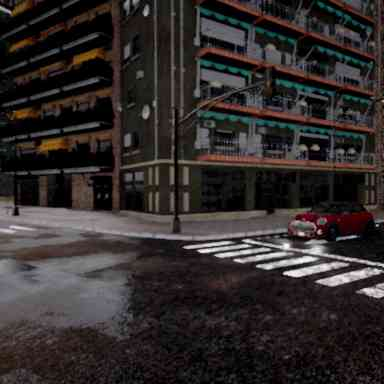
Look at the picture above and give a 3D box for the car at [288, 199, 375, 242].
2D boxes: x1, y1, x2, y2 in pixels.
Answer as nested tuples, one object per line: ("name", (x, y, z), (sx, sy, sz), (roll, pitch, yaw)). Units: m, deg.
("car", (6.733, 1.267, 16.046), (4.553, 1.767, 2.097), (0, 0, -33))
